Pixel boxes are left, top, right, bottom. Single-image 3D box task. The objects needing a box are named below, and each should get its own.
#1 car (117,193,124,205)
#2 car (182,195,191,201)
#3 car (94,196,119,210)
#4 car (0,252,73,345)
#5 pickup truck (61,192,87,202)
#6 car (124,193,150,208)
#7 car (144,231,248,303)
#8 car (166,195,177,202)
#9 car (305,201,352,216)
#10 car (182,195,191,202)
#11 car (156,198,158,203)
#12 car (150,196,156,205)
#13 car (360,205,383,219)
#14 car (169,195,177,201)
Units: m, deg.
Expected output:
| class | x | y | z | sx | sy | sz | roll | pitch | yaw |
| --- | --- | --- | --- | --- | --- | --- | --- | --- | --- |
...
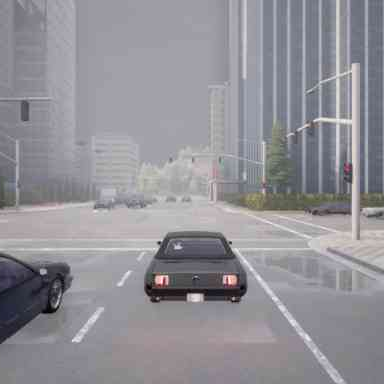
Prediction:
| class | x | y | z | sx | sy | sz | roll | pitch | yaw |
| --- | --- | --- | --- | --- | --- | --- | --- | --- | --- |
| car | -11.522 | 1.218 | 55.347 | 2.150 | 2.045 | 5.566 | 0 | 0 | -1 |
| car | -1.389 | 1.540 | 84.784 | 2.033 | 1.411 | 5.357 | 0 | 0 | -1 |
| car | -11.343 | 1.564 | 43.330 | 1.994 | 1.385 | 4.181 | 0 | 0 | -1 |
| car | -3.436 | 1.547 | 4.568 | 2.033 | 1.411 | 5.357 | 0 | 0 | 0 |
| pickup truck | -24.771 | 1.058 | 69.220 | 2.390 | 2.098 | 6.274 | 0 | 0 | 30 |
| car | -7.924 | 1.221 | 48.177 | 2.150 | 2.045 | 5.566 | 0 | 0 | -1 |
| car | 0.066 | 1.601 | 8.164 | 1.895 | 1.301 | 4.718 | 0 | 0 | 0 |
| car | -4.721 | 1.500 | 74.548 | 1.837 | 1.490 | 4.892 | 0 | 0 | -1 |
| car | 13.582 | 1.547 | 31.573 | 5.357 | 1.411 | 2.033 | 0 | 0 | -3 |
| car | -1.231 | 1.553 | 75.009 | 1.994 | 1.385 | 4.181 | 0 | 0 | -1 |
| car | -8.135 | 1.564 | 68.101 | 1.994 | 1.385 | 4.181 | 0 | 0 | 0 |
| car | -8.057 | 1.352 | 58.151 | 2.097 | 1.767 | 4.553 | 0 | 0 | -1 |
| car | 16.937 | 1.601 | 28.066 | 4.718 | 1.301 | 1.895 | 0 | 0 | 0 |
| car | -4.888 | 1.524 | 84.716 | 1.812 | 1.442 | 4.674 | 0 | 0 | -1 |
